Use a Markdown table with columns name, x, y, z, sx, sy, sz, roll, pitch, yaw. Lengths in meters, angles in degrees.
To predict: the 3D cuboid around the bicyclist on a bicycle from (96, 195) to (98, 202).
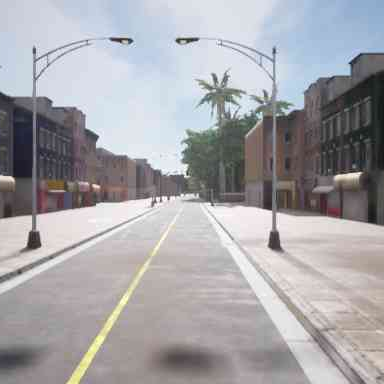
| name | x | y | z | sx | sy | sz | roll | pitch | yaw |
| --- | --- | --- | --- | --- | --- | --- | --- | --- | --- |
| bicyclist on a bicycle | -20.143 | 1.380 | 70.758 | 0.582 | 1.620 | 1.656 | 0 | 0 | 0 |
